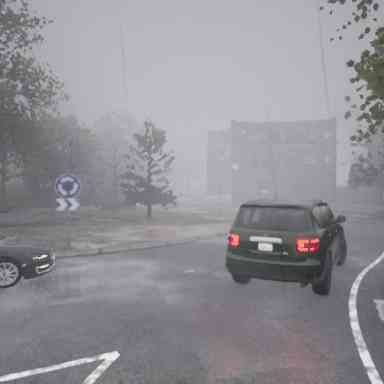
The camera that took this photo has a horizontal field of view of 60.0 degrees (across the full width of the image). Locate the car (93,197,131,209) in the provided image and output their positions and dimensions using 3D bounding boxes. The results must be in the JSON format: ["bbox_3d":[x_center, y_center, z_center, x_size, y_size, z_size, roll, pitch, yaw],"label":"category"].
[{"bbox_3d":[-10.364,1.486,43.257,4.892,1.490,1.837,-1,-1,7],"label":"car"}]

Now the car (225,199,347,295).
[{"bbox_3d":[2.793,1.201,9.072,2.150,2.045,5.566,0,0,29],"label":"car"}]

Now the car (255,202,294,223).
[{"bbox_3d":[6.226,1.519,25.613,1.895,1.301,4.718,0,0,0],"label":"car"}]

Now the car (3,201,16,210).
[{"bbox_3d":[-23.704,1.460,38.876,5.357,1.411,2.033,1,0,-41],"label":"car"}]

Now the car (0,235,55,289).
[{"bbox_3d":[-5.964,1.489,8.038,4.892,1.490,1.837,0,2,-17],"label":"car"}]
